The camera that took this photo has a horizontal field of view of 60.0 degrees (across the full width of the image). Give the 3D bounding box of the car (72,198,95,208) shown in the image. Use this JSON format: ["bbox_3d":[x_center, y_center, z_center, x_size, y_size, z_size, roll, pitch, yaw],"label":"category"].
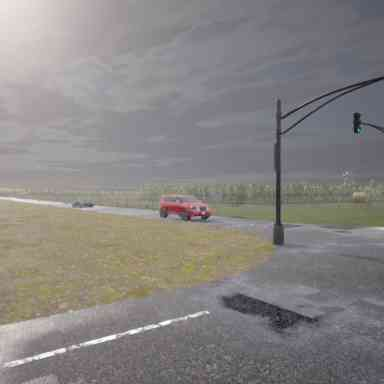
[{"bbox_3d":[-16.108,1.632,49.047,2.033,1.411,5.357,0,0,-36],"label":"car"}]

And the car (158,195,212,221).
[{"bbox_3d":[-0.721,1.253,27.824,2.150,2.045,5.566,0,0,-36],"label":"car"}]
